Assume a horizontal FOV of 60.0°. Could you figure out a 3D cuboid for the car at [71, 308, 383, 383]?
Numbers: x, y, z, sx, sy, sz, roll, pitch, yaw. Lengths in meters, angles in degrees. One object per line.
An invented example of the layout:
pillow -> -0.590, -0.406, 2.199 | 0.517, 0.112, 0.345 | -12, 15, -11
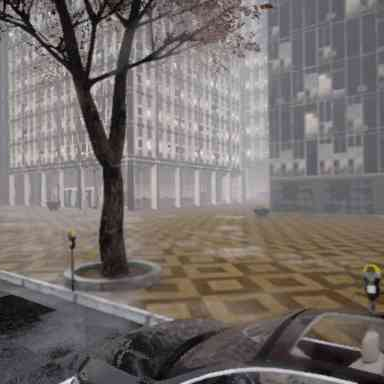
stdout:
car -> 0.939, 1.550, 2.219 | 4.403, 1.369, 2.008 | 0, -1, 36
